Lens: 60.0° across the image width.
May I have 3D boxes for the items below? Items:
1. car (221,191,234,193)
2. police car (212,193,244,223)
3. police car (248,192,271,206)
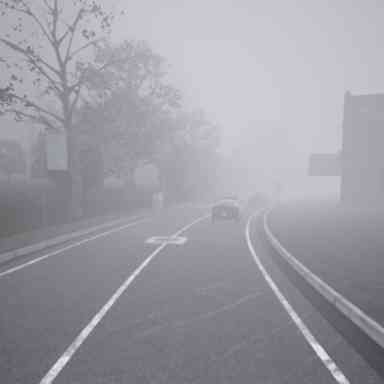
[{"bbox_3d":[4.235,0.690,40.923,1.882,1.535,5.008,2,3,24],"label":"car"},{"bbox_3d":[2.660,1.189,24.053,1.930,1.638,5.238,1,1,13],"label":"police car"},{"bbox_3d":[8.517,0.798,41.492,2.038,1.542,4.974,3,3,24],"label":"police car"}]
